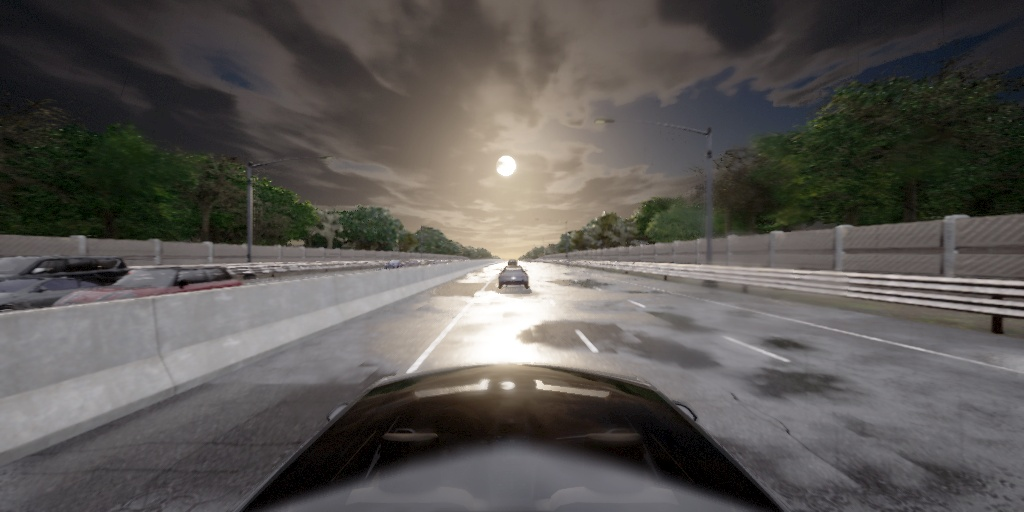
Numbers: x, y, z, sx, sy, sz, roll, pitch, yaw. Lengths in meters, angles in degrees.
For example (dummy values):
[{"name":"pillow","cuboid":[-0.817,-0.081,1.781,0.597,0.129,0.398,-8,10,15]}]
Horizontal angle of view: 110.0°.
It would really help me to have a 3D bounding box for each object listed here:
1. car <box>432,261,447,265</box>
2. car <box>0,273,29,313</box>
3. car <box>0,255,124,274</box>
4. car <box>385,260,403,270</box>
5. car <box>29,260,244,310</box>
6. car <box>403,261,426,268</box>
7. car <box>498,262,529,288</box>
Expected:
[{"name":"car","cuboid":[-10.537,1.368,52.997,2.033,1.411,5.357,0,0,1]},{"name":"car","cuboid":[-14.093,1.318,10.542,1.994,1.385,4.181,0,0,0]},{"name":"car","cuboid":[-17.592,0.976,13.335,2.150,2.045,5.566,0,0,0]},{"name":"car","cuboid":[-17.538,1.349,54.166,1.812,1.442,4.674,0,0,1]},{"name":"car","cuboid":[-10.592,1.106,10.958,2.097,1.767,4.553,0,0,0]},{"name":"car","cuboid":[-14.044,1.383,52.960,1.994,1.385,4.181,0,0,1]},{"name":"car","cuboid":[0.097,1.327,24.165,1.994,1.385,4.181,0,0,0]}]
